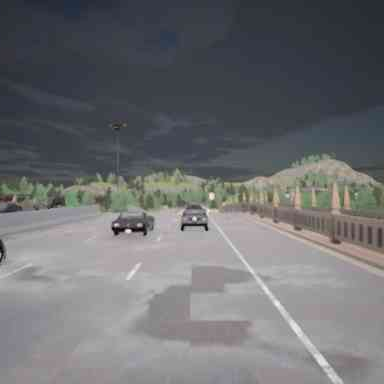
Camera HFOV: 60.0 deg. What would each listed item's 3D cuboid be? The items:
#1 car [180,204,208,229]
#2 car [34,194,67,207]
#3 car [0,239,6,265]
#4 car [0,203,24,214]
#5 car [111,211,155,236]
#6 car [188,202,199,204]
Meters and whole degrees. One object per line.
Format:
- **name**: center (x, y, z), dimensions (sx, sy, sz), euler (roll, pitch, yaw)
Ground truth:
- **car**: center (0.165, 1.780, 23.268), dimensions (2.033, 1.411, 5.357), euler (0, -1, 0)
- **car**: center (-17.376, 1.267, 41.113), dimensions (2.150, 2.045, 5.566), euler (0, -2, 0)
- **car**: center (-6.869, 1.586, 8.716), dimensions (1.837, 1.490, 4.892), euler (0, -1, 0)
- **car**: center (-20.890, 1.920, 37.098), dimensions (2.033, 1.411, 5.357), euler (0, -1, 0)
- **car**: center (-3.345, 1.795, 19.750), dimensions (1.895, 1.301, 4.718), euler (0, -1, 0)
- **car**: center (0.226, 1.971, 41.711), dimensions (1.837, 1.490, 4.892), euler (0, -1, 0)
